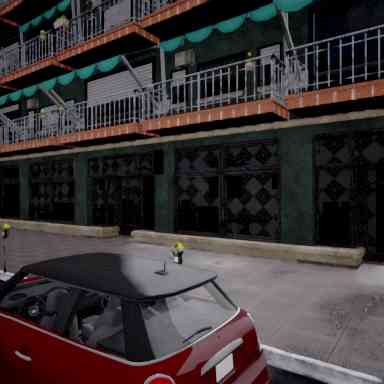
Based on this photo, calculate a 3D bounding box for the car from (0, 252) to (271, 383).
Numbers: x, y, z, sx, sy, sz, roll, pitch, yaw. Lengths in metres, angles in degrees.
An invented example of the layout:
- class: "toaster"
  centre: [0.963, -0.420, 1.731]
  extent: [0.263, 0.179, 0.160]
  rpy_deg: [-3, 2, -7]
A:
- class: "car"
  centre: [-1.315, 1.440, 3.812]
  extent: [4.097, 1.590, 1.967]
  rpy_deg: [0, 0, 35]
